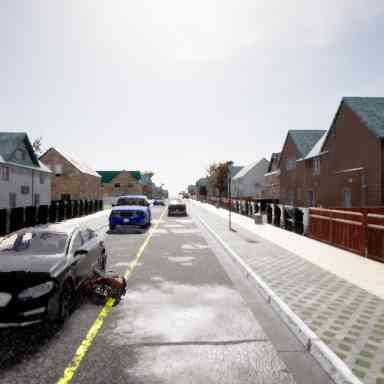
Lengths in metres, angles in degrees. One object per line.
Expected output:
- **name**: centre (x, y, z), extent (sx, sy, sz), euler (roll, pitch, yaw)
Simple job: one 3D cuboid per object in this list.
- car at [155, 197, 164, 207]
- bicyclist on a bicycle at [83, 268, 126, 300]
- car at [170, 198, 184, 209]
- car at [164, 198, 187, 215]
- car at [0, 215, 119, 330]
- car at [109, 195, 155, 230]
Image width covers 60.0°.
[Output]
- **car**: centre (-5.566, 1.642, 56.209), extent (1.882, 1.535, 5.008), euler (0, 0, -3)
- **bicyclist on a bicycle**: centre (-2.068, 2.055, 7.449), extent (1.620, 0.582, 1.656), euler (4, 3, 37)
- **car**: centre (-2.226, 1.603, 48.115), extent (1.882, 1.535, 5.008), euler (0, 0, -3)
- **car**: centre (-1.564, 1.562, 34.749), extent (2.128, 1.511, 4.902), euler (0, 0, -3)
- **car**: centre (-3.168, 1.509, 7.274), extent (2.128, 1.511, 4.902), euler (0, 0, -3)
- **car**: centre (-3.855, 1.248, 21.517), extent (2.150, 2.045, 5.566), euler (0, 0, -3)
